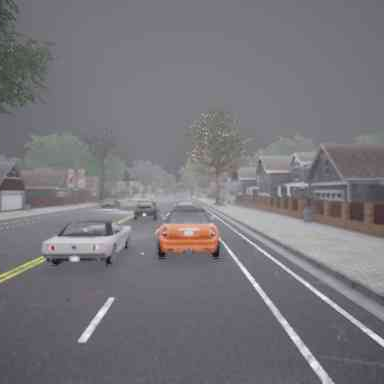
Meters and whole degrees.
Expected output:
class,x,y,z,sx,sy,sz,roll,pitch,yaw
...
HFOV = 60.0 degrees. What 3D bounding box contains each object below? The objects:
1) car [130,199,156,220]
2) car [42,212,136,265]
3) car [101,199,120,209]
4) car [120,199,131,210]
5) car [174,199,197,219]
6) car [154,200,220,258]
class,x,y,z,sx,sy,sz,roll,pitch,yaw
car,-3.777,1.513,28.384,1.837,1.490,4.892,0,0,-1
car,-3.360,1.606,11.635,1.895,1.301,4.718,0,0,-1
car,-10.881,1.581,44.733,1.994,1.385,4.181,0,0,-1
car,-7.589,1.615,42.780,1.895,1.301,4.718,0,0,-1
car,-0.564,1.483,29.892,1.882,1.535,5.008,0,0,-1
car,-0.140,1.354,12.911,2.097,1.767,4.553,0,0,-1
